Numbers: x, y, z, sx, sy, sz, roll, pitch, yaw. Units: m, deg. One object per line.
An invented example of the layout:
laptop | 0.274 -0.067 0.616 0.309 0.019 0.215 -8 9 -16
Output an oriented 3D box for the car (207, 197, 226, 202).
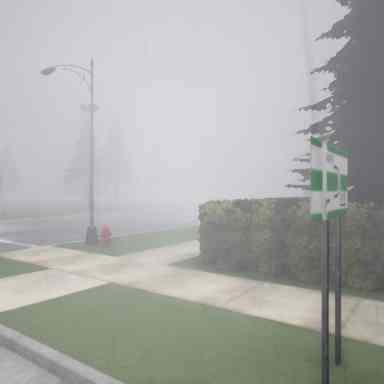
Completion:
car | 4.137 1.478 49.005 1.882 1.535 5.008 0 0 37

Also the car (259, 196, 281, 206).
car | 13.073 1.478 55.453 1.882 1.535 5.008 0 0 36

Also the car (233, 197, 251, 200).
car | 7.248 1.478 47.330 1.882 1.535 5.008 0 0 36

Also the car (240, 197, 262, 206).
car | 10.238 1.564 57.506 1.994 1.385 4.181 0 0 36

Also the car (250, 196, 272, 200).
car | 10.108 1.526 45.311 1.812 1.442 4.674 0 0 36
